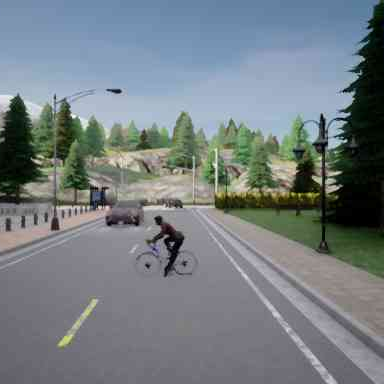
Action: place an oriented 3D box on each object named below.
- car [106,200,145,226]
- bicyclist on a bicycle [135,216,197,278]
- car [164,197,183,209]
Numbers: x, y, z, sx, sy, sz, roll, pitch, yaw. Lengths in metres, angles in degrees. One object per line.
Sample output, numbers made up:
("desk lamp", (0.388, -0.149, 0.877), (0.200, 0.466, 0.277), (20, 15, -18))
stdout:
("car", (-4.519, 1.349, 23.002), (2.097, 1.767, 4.553), (0, 0, -2))
("bicyclist on a bicycle", (-0.702, 1.448, 8.832), (1.656, 1.620, 0.582), (-2, 0, -3))
("car", (-2.577, 1.506, 45.797), (1.837, 1.490, 4.892), (0, 0, -15))
